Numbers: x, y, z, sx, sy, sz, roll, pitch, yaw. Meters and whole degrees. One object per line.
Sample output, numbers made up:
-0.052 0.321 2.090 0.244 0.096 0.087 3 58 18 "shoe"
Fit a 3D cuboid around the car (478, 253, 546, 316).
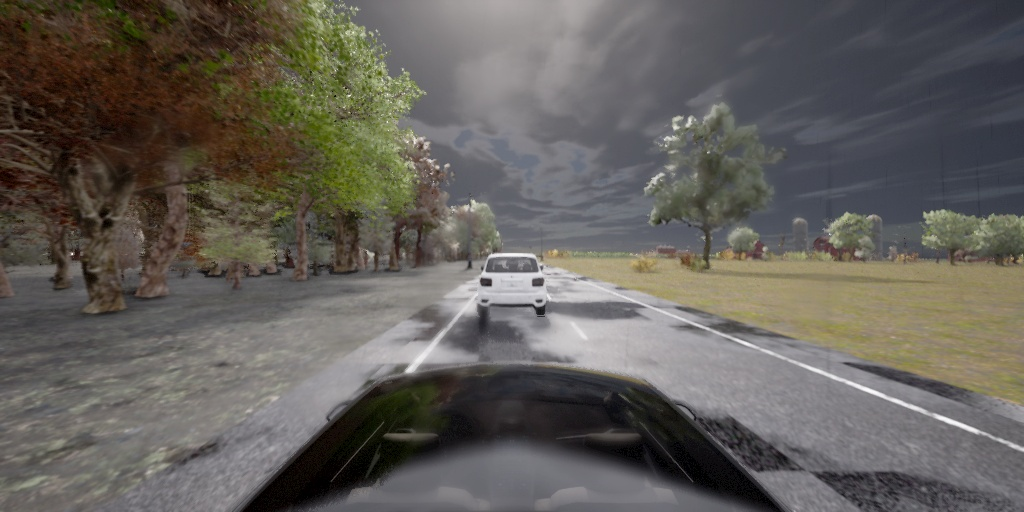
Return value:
0.003 0.934 13.194 2.150 2.045 5.566 0 0 0 "car"
